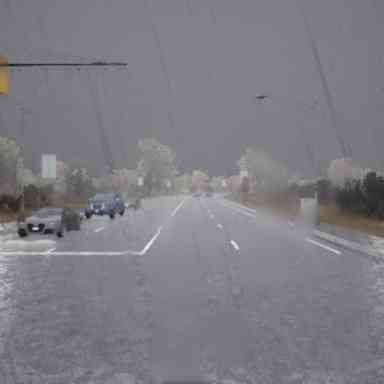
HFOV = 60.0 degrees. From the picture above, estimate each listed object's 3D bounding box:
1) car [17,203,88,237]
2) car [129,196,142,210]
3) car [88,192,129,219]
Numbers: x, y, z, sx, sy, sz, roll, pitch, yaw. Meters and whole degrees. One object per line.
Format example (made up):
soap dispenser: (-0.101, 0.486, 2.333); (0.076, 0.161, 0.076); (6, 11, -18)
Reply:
car: (-7.109, 1.456, 17.062); (1.994, 1.385, 4.181); (0, 0, -1)
car: (-7.069, 1.248, 38.646); (2.128, 1.511, 4.902); (0, 0, 0)
car: (-7.093, 1.047, 27.688); (2.150, 2.045, 5.566); (0, 0, 1)
